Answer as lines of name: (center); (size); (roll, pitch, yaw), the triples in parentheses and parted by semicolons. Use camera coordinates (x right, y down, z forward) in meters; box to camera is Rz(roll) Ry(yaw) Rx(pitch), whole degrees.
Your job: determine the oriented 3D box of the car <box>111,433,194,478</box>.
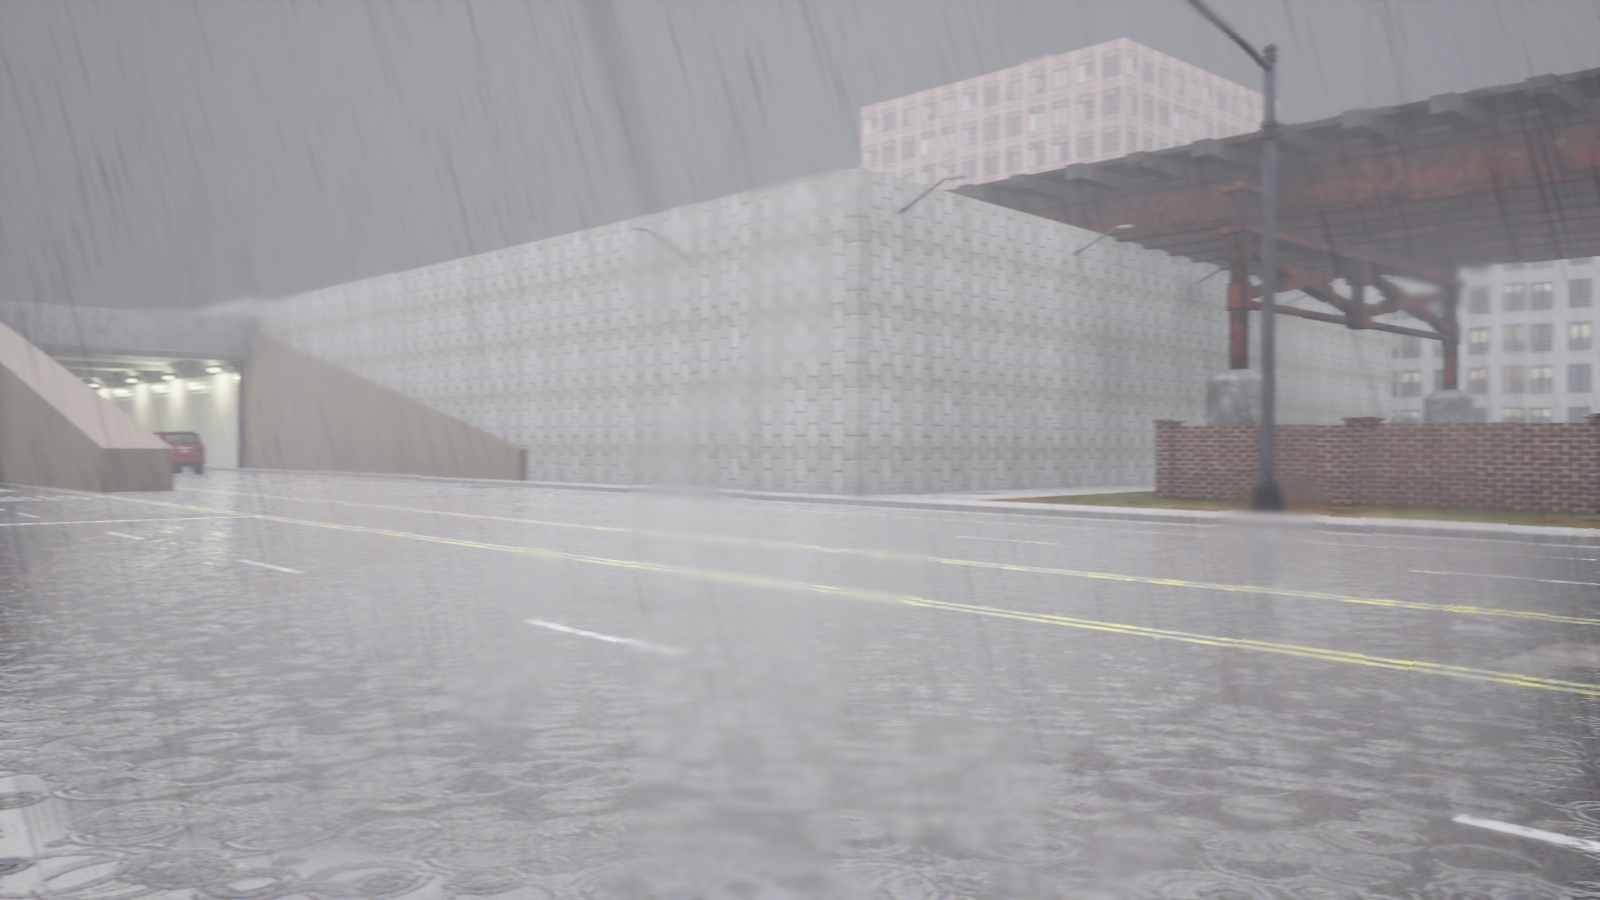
car: (-30.886, 0.244, 59.806); (2.150, 2.045, 5.566); (0, 0, -42)
